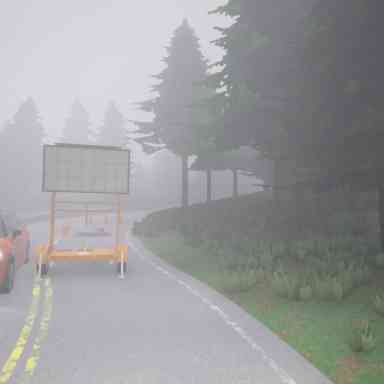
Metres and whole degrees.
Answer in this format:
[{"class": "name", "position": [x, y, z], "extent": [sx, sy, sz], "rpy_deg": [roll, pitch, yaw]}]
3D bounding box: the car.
[{"class": "car", "position": [-5.328, 1.247, 8.165], "extent": [2.097, 1.767, 4.553], "rpy_deg": [2, 0, -19]}]

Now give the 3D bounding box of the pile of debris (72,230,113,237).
[{"class": "pile of debris", "position": [-4.928, 2.058, 16.583], "extent": [1.860, 0.140, 1.500], "rpy_deg": [1, 1, -14]}]

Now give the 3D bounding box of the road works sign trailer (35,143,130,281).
[{"class": "road works sign trailer", "position": [-3.093, 0.424, 9.791], "extent": [2.380, 3.560, 2.880], "rpy_deg": [2, 0, -15]}]
